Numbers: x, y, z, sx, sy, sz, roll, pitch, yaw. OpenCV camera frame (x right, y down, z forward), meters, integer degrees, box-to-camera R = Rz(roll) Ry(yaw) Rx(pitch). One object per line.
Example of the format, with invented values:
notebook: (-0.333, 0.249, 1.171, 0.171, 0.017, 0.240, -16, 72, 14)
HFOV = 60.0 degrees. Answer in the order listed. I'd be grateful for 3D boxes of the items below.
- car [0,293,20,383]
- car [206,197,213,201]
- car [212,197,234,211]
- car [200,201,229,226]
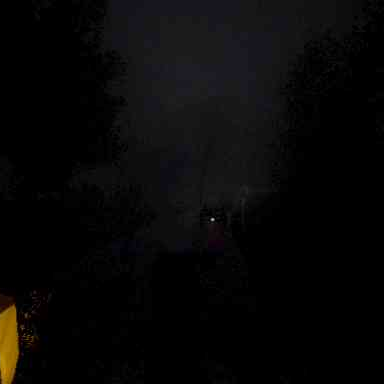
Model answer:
car: (-2.774, 1.472, 1.431, 1.882, 1.535, 5.008, 0, 0, 1)
car: (3.244, 1.520, 52.386, 1.895, 1.301, 4.718, 2, 2, 13)
car: (4.226, 1.629, 42.513, 2.128, 1.511, 4.902, 1, 1, 10)
car: (1.628, 1.611, 24.553, 1.837, 1.490, 4.892, 0, -1, 6)
